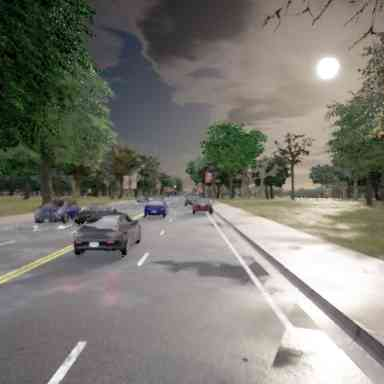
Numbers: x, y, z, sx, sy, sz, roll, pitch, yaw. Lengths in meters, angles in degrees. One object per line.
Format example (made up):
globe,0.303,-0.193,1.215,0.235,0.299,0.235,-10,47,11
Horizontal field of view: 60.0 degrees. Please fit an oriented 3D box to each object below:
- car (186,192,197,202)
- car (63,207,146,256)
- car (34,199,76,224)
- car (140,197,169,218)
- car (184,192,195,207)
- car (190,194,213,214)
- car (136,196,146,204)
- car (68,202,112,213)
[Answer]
car,-0.148,1.108,70.518,2.150,2.045,5.566,0,0,0
car,-3.148,1.529,12.996,1.812,1.442,4.674,0,0,0
car,-9.883,1.354,24.864,2.097,1.767,4.553,0,0,0
car,-3.198,1.478,30.482,1.882,1.535,5.008,0,0,0
car,-0.102,1.344,52.494,2.097,1.767,4.553,0,0,0
car,1.076,1.349,35.056,2.097,1.767,4.553,0,0,0
car,-9.893,1.504,66.101,1.837,1.490,4.892,0,0,0
car,-6.633,1.549,23.584,2.033,1.411,5.357,0,0,0
